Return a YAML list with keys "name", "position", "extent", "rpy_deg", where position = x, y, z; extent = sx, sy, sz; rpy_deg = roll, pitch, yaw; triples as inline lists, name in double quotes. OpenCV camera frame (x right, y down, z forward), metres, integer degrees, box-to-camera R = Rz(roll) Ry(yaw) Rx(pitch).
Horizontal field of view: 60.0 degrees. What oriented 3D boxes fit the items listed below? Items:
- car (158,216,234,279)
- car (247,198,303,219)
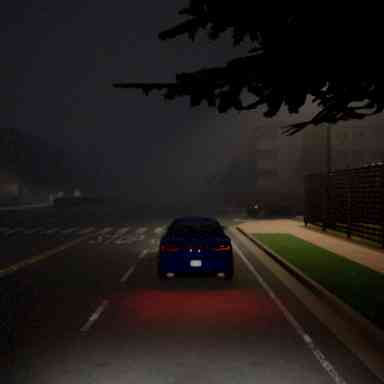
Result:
- name: "car"
  position: [0.094, 1.468, 10.003]
  extent: [1.882, 1.535, 5.008]
  rpy_deg: [0, 0, 0]
- name: "car"
  position: [7.092, 1.308, 28.324]
  extent: [4.553, 1.767, 2.097]
  rpy_deg: [0, 0, -12]
